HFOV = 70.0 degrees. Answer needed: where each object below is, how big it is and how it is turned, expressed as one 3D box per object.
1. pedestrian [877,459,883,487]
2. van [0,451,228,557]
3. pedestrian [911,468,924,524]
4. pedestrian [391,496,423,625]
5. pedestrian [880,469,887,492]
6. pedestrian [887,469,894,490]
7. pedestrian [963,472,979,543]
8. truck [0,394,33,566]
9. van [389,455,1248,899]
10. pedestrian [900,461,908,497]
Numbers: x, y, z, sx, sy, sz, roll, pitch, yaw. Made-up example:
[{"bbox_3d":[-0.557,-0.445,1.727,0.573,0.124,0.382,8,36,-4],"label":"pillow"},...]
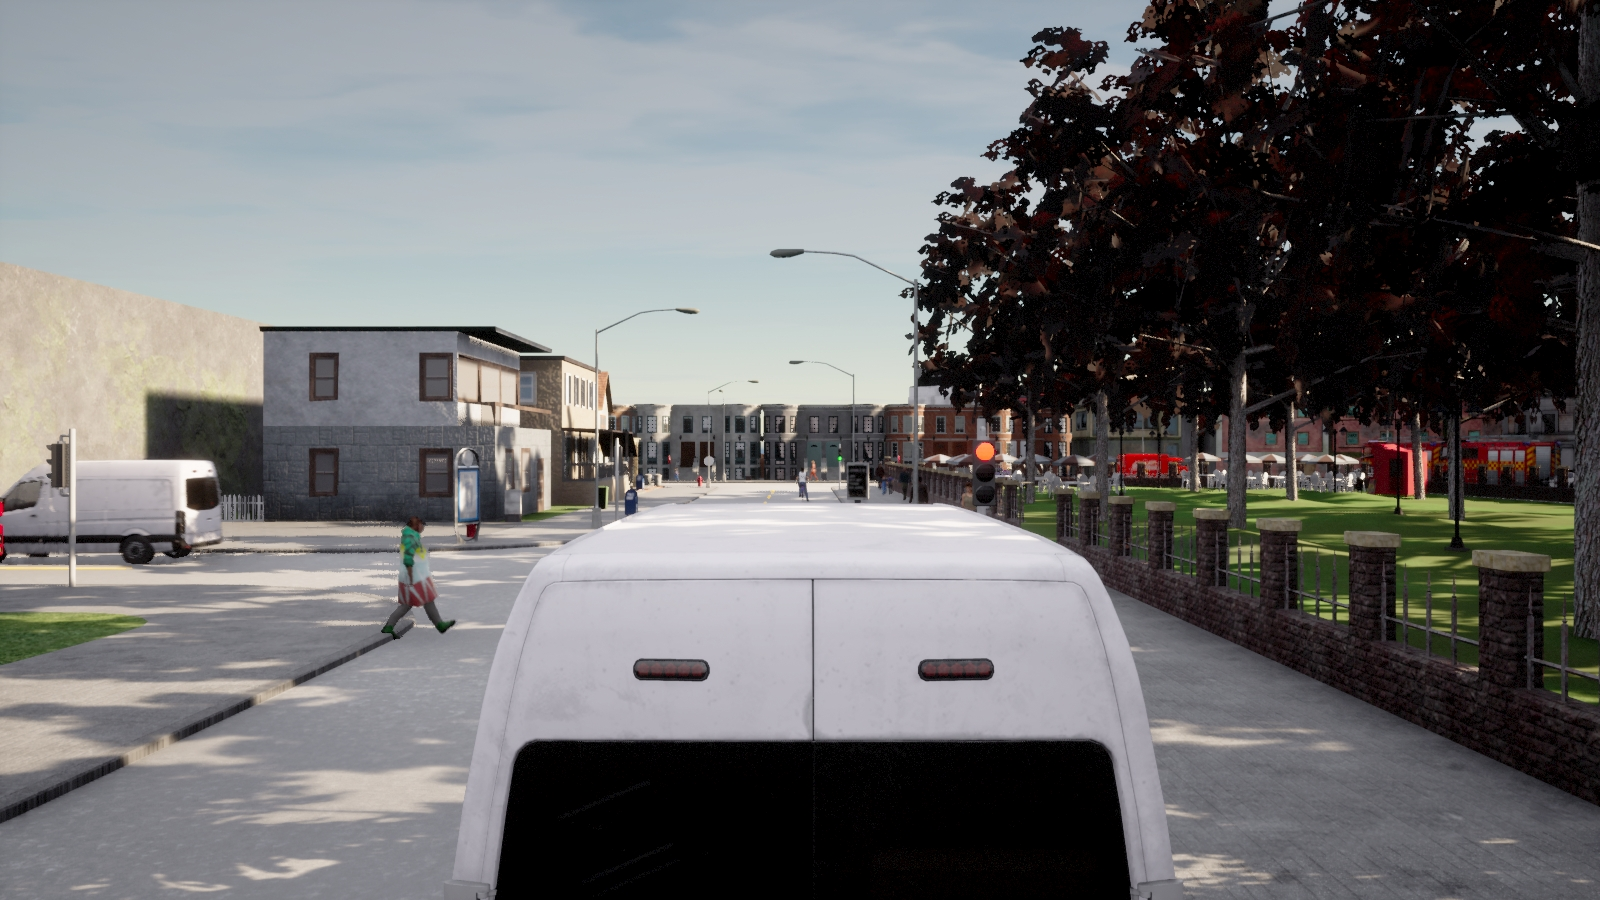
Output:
[{"bbox_3d":[5.318,1.516,75.988,0.375,1.860,0.375,0,0,-3],"label":"pedestrian"},{"bbox_3d":[-17.892,1.314,28.855,5.915,2.561,1.988,0,0,1],"label":"van"},{"bbox_3d":[3.938,1.525,38.290,0.375,1.860,0.375,0,0,1],"label":"pedestrian"},{"bbox_3d":[-5.830,1.629,16.948,0.375,1.860,0.375,0,0,-30],"label":"pedestrian"},{"bbox_3d":[4.954,1.805,67.528,0.375,1.300,0.375,0,0,-6],"label":"pedestrian"},{"bbox_3d":[5.497,1.804,69.587,0.375,1.300,0.375,0,0,1],"label":"pedestrian"},{"bbox_3d":[4.571,1.525,30.511,0.375,1.860,0.375,0,0,17],"label":"pedestrian"},{"bbox_3d":[-22.015,0.671,25.041,8.468,3.827,2.891,0,0,0],"label":"truck"},{"bbox_3d":[0.036,1.314,5.605,1.988,2.561,5.915,0,0,0],"label":"van"},{"bbox_3d":[5.479,1.525,59.973,0.375,1.860,0.375,0,0,-1],"label":"pedestrian"}]
